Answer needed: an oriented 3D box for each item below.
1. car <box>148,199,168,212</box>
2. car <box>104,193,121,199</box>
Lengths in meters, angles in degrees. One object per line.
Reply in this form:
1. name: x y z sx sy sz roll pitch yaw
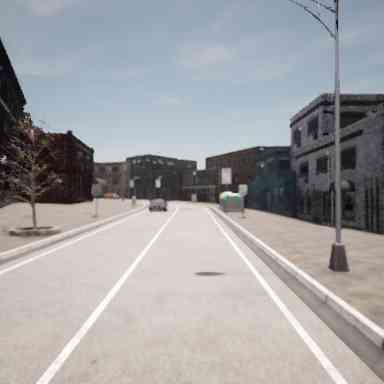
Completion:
1. car: -3.675 1.451 36.693 1.994 1.385 4.181 0 0 -1
2. car: -18.113 0.928 75.894 4.553 1.767 2.097 1 0 41
